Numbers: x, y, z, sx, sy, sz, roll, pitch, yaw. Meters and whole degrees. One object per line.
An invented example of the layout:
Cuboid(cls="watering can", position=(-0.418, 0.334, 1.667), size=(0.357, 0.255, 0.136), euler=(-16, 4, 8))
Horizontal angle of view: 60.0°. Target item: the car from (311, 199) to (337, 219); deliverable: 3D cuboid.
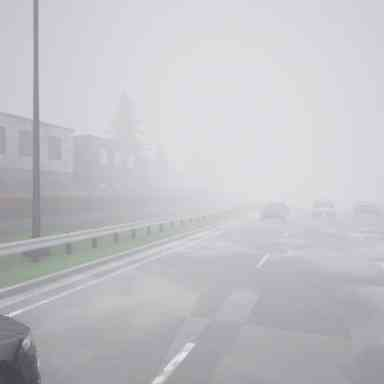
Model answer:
Cuboid(cls="car", position=(11.139, 1.531, 28.119), size=(1.895, 1.301, 4.718), euler=(0, 0, 22))

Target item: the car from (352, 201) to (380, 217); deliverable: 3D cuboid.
Cuboid(cls="car", position=(15.841, 1.516, 30.506), size=(1.895, 1.301, 4.718), euler=(0, 0, 22))

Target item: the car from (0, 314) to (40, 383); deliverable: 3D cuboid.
Cuboid(cls="car", position=(-3.073, 1.497, 1.639), size=(2.128, 1.511, 4.902), euler=(0, 0, 22))

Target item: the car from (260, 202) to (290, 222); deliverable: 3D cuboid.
Cuboid(cls="car", position=(6.577, 1.492, 26.097), size=(2.033, 1.411, 5.357), euler=(0, 0, 22))
